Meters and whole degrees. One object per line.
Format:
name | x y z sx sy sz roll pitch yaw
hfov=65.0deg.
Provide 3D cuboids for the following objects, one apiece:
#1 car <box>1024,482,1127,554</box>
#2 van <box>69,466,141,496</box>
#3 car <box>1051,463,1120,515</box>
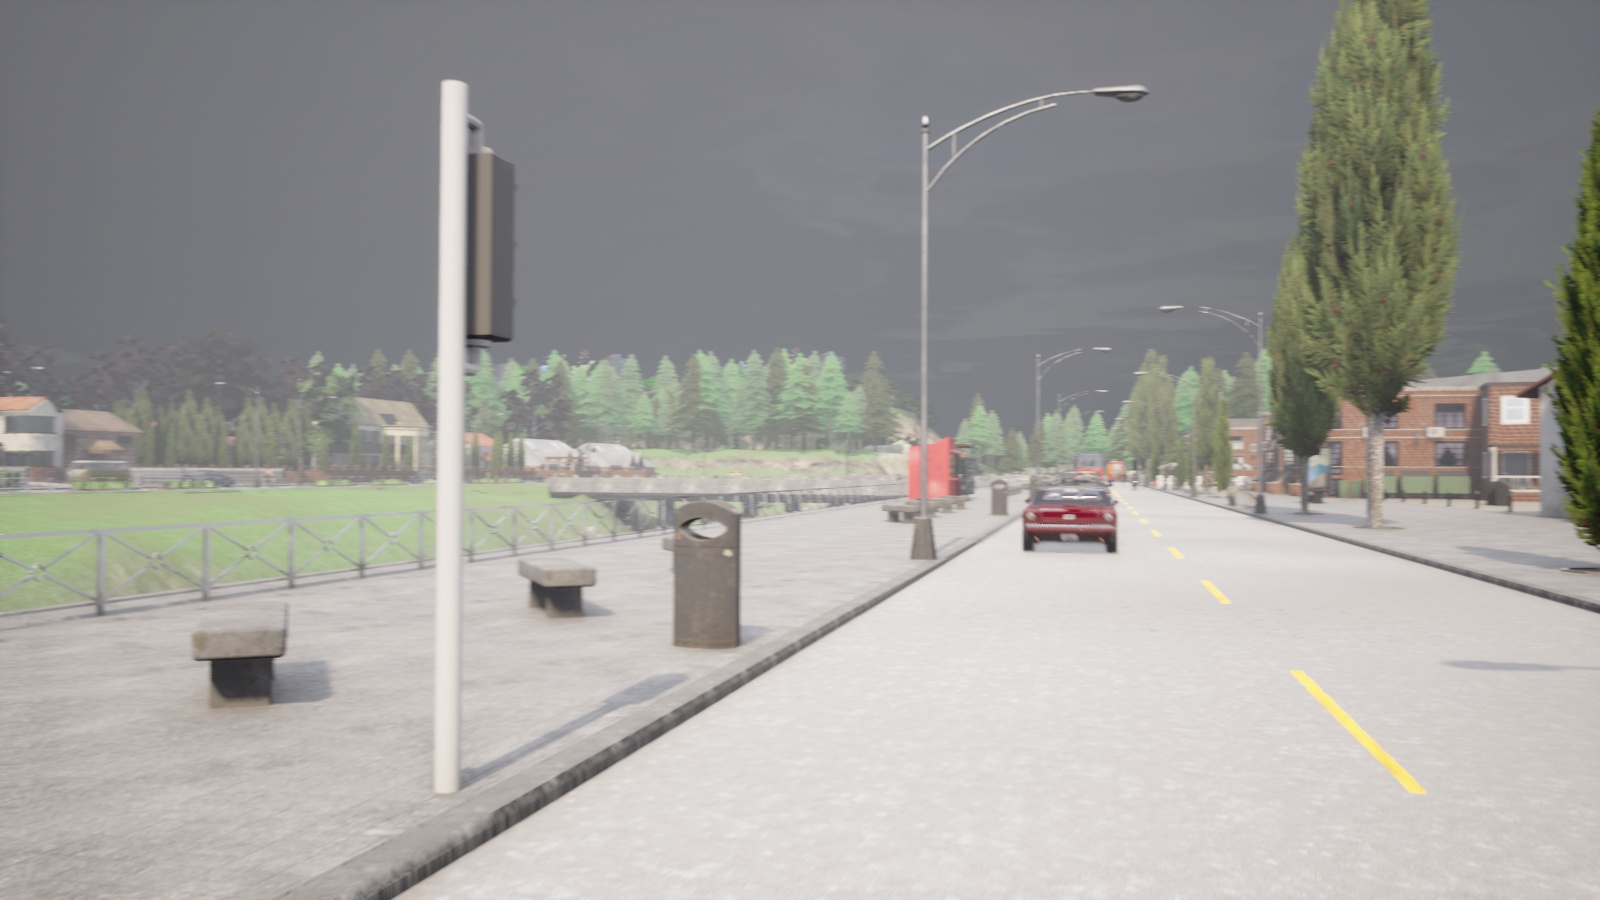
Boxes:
car | 5.735 1.343 25.968 1.895 1.301 4.718 0 -1 13
van | -47.464 2.102 85.907 1.775 1.987 4.442 0 -1 13
car | 9.744 1.297 42.704 2.152 1.651 5.027 0 -1 13
